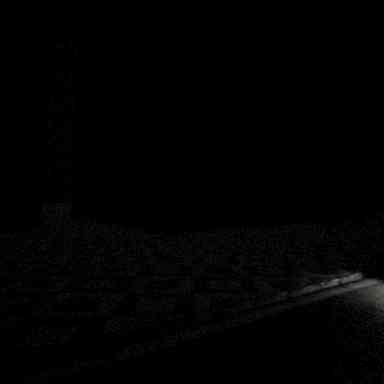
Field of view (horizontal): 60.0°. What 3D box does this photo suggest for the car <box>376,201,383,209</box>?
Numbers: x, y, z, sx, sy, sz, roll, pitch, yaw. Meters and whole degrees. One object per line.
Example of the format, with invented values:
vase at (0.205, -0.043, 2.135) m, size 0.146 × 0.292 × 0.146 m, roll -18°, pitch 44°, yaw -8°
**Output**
car at (32.064, 2.289, 59.241) m, size 1.947 × 1.339 × 4.313 m, roll 2°, pitch -1°, yaw -36°
